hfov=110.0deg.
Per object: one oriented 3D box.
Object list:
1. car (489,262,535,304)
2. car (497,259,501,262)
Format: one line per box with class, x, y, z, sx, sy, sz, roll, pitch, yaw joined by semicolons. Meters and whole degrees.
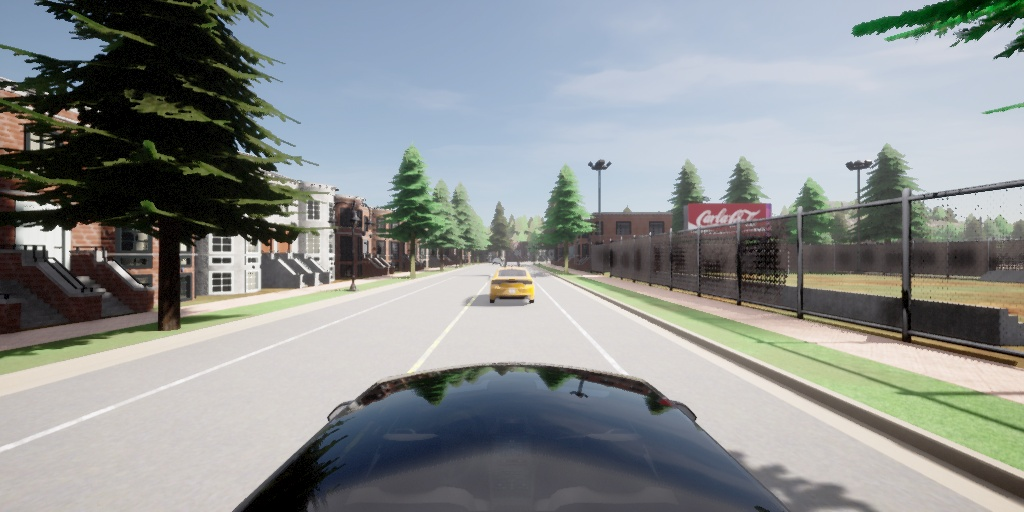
car;0.000;1.235;16.500;1.882;1.535;5.008;0;0;0
car;0.000;1.245;31.500;2.128;1.511;4.902;0;0;0
